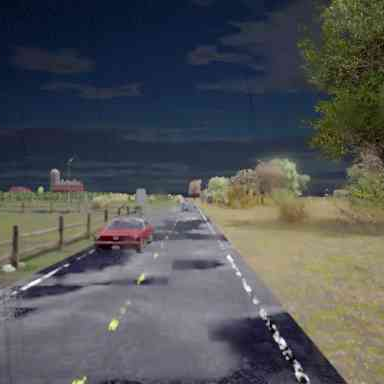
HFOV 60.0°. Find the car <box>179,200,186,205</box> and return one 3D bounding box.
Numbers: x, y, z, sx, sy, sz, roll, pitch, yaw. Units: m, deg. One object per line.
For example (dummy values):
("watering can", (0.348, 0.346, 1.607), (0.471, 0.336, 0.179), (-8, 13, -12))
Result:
("car", (-2.755, 3.006, 95.479), (1.812, 1.442, 4.674), (0, -1, 0))

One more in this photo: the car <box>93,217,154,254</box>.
("car", (-2.851, 1.818, 14.677), (1.895, 1.301, 4.718), (0, -1, 0))
